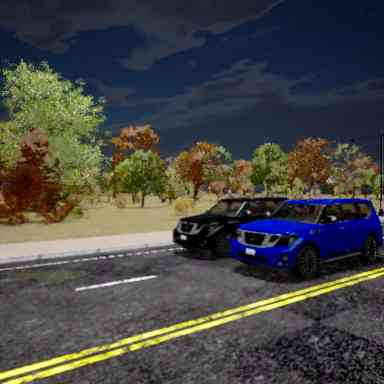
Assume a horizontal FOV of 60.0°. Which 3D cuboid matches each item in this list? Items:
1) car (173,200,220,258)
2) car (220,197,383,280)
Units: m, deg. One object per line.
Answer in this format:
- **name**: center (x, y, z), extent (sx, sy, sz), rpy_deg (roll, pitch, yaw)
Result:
- **car**: center (1.965, 1.217, 13.065), extent (5.566, 2.045, 2.150), rpy_deg (0, 0, -35)
- **car**: center (3.773, 1.216, 10.356), extent (5.566, 2.045, 2.150), rpy_deg (0, 0, -36)
